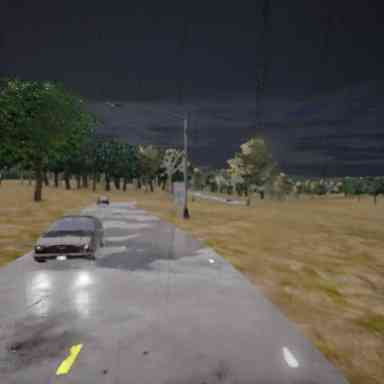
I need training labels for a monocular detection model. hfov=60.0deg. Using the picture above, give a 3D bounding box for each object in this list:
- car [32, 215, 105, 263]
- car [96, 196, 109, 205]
[{"bbox_3d":[-4.368,1.592,12.600,2.033,1.411,5.357,0,0,-10],"label":"car"},{"bbox_3d":[-14.633,1.380,54.565,1.882,1.535,5.008,0,0,-12],"label":"car"}]
